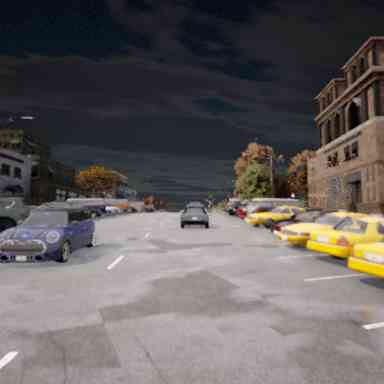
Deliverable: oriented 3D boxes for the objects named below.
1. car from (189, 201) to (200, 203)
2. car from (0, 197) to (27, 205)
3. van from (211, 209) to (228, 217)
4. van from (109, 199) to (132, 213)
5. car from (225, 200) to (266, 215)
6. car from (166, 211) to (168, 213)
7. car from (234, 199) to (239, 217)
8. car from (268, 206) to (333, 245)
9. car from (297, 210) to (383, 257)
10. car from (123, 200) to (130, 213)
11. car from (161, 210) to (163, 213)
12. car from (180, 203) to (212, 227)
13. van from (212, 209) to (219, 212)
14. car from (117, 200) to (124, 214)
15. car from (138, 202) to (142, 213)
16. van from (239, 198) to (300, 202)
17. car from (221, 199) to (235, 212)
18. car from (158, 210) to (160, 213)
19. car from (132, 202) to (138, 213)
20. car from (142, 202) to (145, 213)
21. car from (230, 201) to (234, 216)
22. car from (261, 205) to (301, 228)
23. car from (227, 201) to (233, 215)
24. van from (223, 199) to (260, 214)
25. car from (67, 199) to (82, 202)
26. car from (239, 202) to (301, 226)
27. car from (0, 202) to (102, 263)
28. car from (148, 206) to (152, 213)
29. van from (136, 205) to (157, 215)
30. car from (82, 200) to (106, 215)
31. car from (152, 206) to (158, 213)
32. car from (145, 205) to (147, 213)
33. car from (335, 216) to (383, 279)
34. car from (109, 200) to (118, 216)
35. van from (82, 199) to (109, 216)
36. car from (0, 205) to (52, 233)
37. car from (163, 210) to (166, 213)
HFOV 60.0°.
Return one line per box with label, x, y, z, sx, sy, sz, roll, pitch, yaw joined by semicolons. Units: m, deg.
car;0.354;1.924;40.974;2.097;1.767;4.553;0;-2;1
car;-11.397;1.327;17.466;5.566;2.045;2.435;-1;0;-20
van;7.742;5.799;93.052;4.442;1.987;1.878;3;-6;-18
van;-11.211;2.021;46.770;4.442;1.987;1.878;0;-2;-19
car;6.682;1.951;41.365;4.553;1.767;2.185;1;-2;-19
car;-10.168;6.062;93.516;4.892;1.521;2.231;1;-6;-19
car;6.499;1.660;29.380;4.553;1.767;2.185;1;-1;-19
car;6.259;1.558;14.360;5.366;1.575;1.946;1;0;-20
car;6.594;1.540;11.494;5.366;1.575;1.946;1;-1;-20
car;-11.107;2.171;43.881;4.792;1.488;2.163;0;-2;-19
car;-10.630;4.926;81.786;5.366;1.575;1.946;1;-6;-19
car;0.196;1.761;24.240;1.994;1.385;4.181;0;-1;0
van;7.453;5.504;90.039;4.442;1.987;1.878;3;-6;-18
car;-11.174;2.093;40.949;4.674;1.452;2.002;0;-2;-19
car;-11.021;2.517;52.651;4.892;1.521;2.231;0;-3;-19
van;6.399;1.500;26.352;4.442;1.987;1.878;1;-1;-19
car;6.598;1.743;38.350;5.566;2.045;2.435;1;-1;-19
car;-10.473;4.088;73.145;5.366;1.575;1.946;1;-6;-19
car;-11.065;2.371;49.728;5.008;1.535;2.097;0;-3;-19
car;-11.143;2.677;55.504;5.366;1.575;1.946;0;-3;-19
car;6.551;1.889;32.376;4.674;1.452;2.002;1;-2;-19
car;6.419;1.627;17.401;4.792;1.488;2.163;1;0;-20
car;6.612;1.949;35.380;4.792;1.488;2.163;1;-2;-19
van;6.576;1.939;44.311;4.442;1.987;1.878;1;-2;-19
car;-11.281;1.584;26.286;4.553;1.767;2.185;0;-1;-20
car;6.309;1.673;23.333;5.366;1.575;1.946;1;-1;-20
car;-5.070;1.401;12.138;2.097;1.767;4.553;0;0;0
car;-10.811;3.297;64.317;4.892;1.521;2.231;1;-4;-19
van;-10.478;4.148;76.069;4.442;1.987;1.878;1;-6;-19
car;-11.267;1.830;32.144;5.008;1.535;2.097;0;-1;-19
car;-10.685;3.559;70.195;5.566;2.045;2.435;1;-6;-19
car;-10.929;2.868;58.489;4.892;1.521;2.231;0;-4;-19
car;6.586;1.520;8.502;5.366;1.575;1.946;1;-1;-20
car;-11.206;2.013;38.011;4.674;1.452;2.002;0;-2;-19
van;-11.344;1.674;35.043;4.442;1.987;1.878;0;-1;-19
car;-11.345;1.615;20.408;4.892;1.521;2.231;-1;0;-20
car;-10.490;5.488;87.619;5.366;1.575;1.946;1;-6;-19
